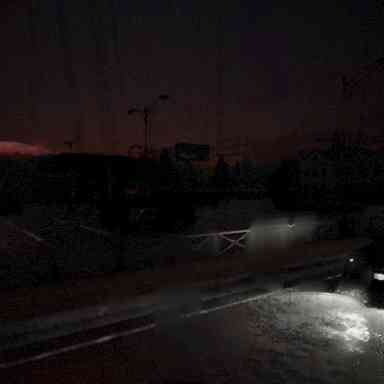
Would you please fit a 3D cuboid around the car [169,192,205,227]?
[{"bbox_3d":[-1.324,1.043,20.327,1.905,1.878,3.866,0,0,-36],"label":"car"}]

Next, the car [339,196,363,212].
[{"bbox_3d":[14.124,1.109,31.755,1.970,1.475,3.806,0,0,-36],"label":"car"}]

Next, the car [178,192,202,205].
[{"bbox_3d":[-0.357,0.955,52.047,1.905,1.878,3.866,0,0,-36],"label":"car"}]

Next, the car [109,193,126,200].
[{"bbox_3d":[-19.430,1.170,87.163,3.866,1.878,1.905,0,0,-36],"label":"car"}]

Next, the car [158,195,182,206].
[{"bbox_3d":[-3.417,1.254,50.613,1.970,1.475,3.806,0,0,-36],"label":"car"}]

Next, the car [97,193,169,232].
[{"bbox_3d":[-3.449,1.078,18.303,1.932,1.855,4.605,0,0,-36],"label":"car"}]

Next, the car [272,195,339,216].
[{"bbox_3d":[9.089,1.060,27.763,2.152,1.636,5.027,0,0,-36],"label":"car"}]

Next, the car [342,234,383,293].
[{"bbox_3d":[5.421,1.523,7.851,4.181,1.385,1.994,0,0,-35],"label":"car"}]

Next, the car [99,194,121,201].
[{"bbox_3d":[-19.669,1.357,80.035,4.611,1.667,2.242,0,0,-36],"label":"car"}]

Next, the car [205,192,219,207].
[{"bbox_3d":[1.541,0.990,43.733,1.932,1.855,4.605,0,0,-36],"label":"car"}]

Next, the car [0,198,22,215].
[{"bbox_3d":[-17.166,1.318,31.302,1.845,1.501,3.633,0,0,-36],"label":"car"}]

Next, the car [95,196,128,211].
[{"bbox_3d":[-9.009,1.249,37.074,2.007,1.523,4.514,0,0,-36],"label":"car"}]

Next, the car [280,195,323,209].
[{"bbox_3d":[13.008,1.158,39.621,2.007,1.523,4.514,0,0,-36],"label":"car"}]
